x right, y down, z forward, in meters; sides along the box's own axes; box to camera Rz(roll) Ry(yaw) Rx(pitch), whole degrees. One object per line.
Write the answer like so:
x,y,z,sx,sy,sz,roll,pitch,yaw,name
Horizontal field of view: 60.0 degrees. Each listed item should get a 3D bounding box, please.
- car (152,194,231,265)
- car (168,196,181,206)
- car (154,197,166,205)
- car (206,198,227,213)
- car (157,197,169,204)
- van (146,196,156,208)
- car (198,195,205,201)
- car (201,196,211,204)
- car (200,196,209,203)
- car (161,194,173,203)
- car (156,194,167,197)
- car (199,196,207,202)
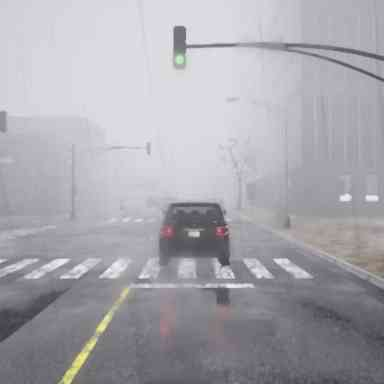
0.081,1.241,11.837,2.150,2.045,5.566,0,0,0,car
-3.059,1.564,58.190,1.882,1.535,5.008,0,0,0,car
-5.679,1.671,59.821,1.802,1.307,4.206,1,0,0,car
2.703,1.496,37.669,1.967,1.590,4.097,1,0,0,car
-5.679,1.663,65.355,1.947,1.339,4.313,1,0,0,car
-5.675,1.413,48.752,1.690,1.788,3.998,1,0,0,van
2.703,1.665,93.187,1.752,1.417,4.829,1,0,0,car
2.702,1.623,65.513,1.752,1.417,4.829,1,0,0,car
2.703,1.632,71.048,1.752,1.417,4.829,1,0,0,car
-5.675,1.429,76.424,2.192,1.841,5.009,1,0,0,car
-3.092,1.415,42.918,2.097,1.767,4.553,0,0,0,car
2.702,1.667,81.948,1.887,1.381,4.507,1,0,0,car
